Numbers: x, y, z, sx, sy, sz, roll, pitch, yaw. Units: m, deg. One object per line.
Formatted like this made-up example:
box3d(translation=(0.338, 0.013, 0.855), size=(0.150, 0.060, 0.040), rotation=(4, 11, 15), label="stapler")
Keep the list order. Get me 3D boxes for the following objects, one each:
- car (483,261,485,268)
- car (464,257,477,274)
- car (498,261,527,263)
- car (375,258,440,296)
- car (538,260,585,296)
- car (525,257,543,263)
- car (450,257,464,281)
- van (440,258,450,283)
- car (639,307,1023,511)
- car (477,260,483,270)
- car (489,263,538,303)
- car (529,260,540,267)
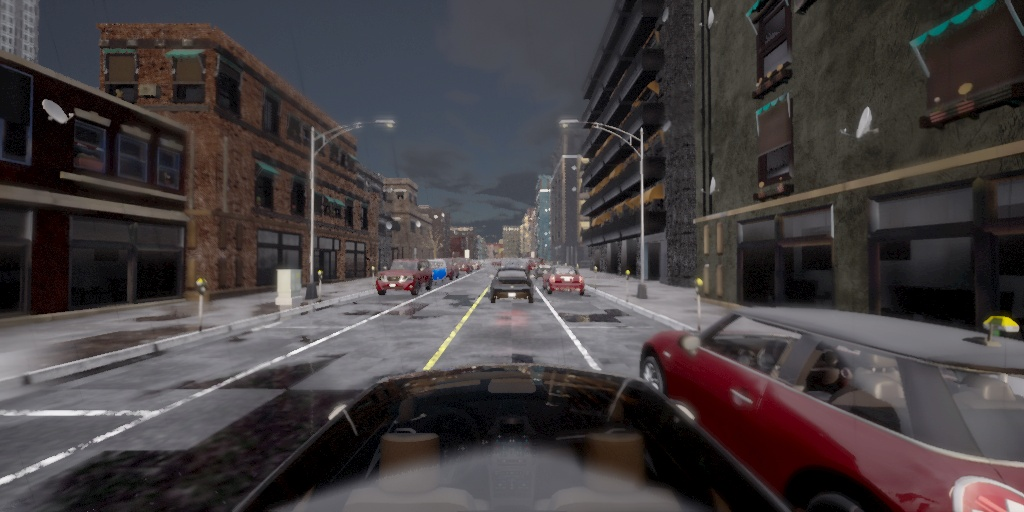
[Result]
box3d(translation=(-5.690, 1.313, 62.826), size=(2.007, 1.370, 4.403), rotation=(0, 0, 0), label="car")
box3d(translation=(-5.689, 1.073, 41.198), size=(2.192, 1.841, 5.009), rotation=(0, 0, 0), label="car")
box3d(translation=(0.000, 1.330, 31.505), size=(1.994, 1.385, 4.181), rotation=(0, 0, 0), label="car")
box3d(translation=(-5.689, 1.068, 19.569), size=(2.192, 1.841, 5.009), rotation=(0, 0, 0), label="car")
box3d(translation=(2.692, 1.193, 19.562), size=(1.967, 1.591, 4.097), rotation=(0, 0, 0), label="car")
box3d(translation=(2.691, 1.073, 41.190), size=(2.192, 1.841, 5.009), rotation=(0, 0, 0), label="car")
box3d(translation=(-5.689, 1.071, 30.383), size=(2.192, 1.841, 5.009), rotation=(0, 0, 0), label="car")
box3d(translation=(-5.689, 1.096, 24.976), size=(1.690, 1.789, 3.998), rotation=(0, 0, 0), label="van")
box3d(translation=(2.692, 1.188, 3.340), size=(1.967, 1.591, 4.097), rotation=(0, 0, 0), label="car")
box3d(translation=(-5.689, 1.200, 52.012), size=(1.967, 1.591, 4.097), rotation=(0, 0, 0), label="car")
box3d(translation=(0.000, 1.270, 16.502), size=(1.837, 1.490, 4.892), rotation=(0, 0, 0), label="car")
box3d(translation=(2.692, 1.307, 30.376), size=(2.007, 1.370, 4.403), rotation=(0, 0, 0), label="car")
